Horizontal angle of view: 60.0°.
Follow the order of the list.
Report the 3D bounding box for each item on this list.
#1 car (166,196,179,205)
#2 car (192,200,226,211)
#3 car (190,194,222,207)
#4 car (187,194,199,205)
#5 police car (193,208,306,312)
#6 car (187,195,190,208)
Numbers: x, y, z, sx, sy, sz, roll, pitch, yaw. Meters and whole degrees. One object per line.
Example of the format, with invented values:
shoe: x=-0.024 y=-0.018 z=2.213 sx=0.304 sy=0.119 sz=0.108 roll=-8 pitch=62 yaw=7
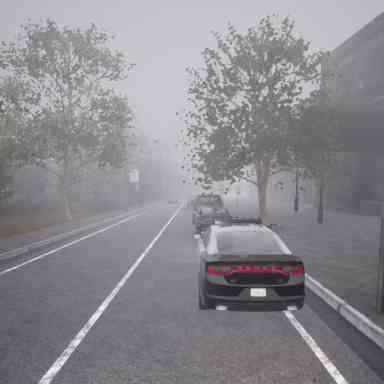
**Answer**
car: x=-3.241 y=1.397 z=56.941 sx=1.837 sy=1.490 sz=4.892 roll=0 pitch=0 yaw=1
car: x=1.106 y=1.444 z=17.875 sx=1.882 sy=1.535 sz=5.008 roll=0 pitch=0 yaw=0
car: x=1.124 y=1.178 z=23.927 sx=2.150 sy=2.045 sz=5.566 roll=0 pitch=0 yaw=0
car: x=0.188 y=1.242 z=58.143 sx=2.097 sy=1.767 sz=4.553 roll=0 pitch=0 yaw=1
police car: x=1.076 y=1.410 z=7.937 sx=1.930 sy=1.638 sz=5.238 roll=0 pitch=0 yaw=0
car: x=0.227 y=1.513 z=45.892 sx=1.895 sy=1.301 sz=4.718 roll=0 pitch=0 yaw=0
